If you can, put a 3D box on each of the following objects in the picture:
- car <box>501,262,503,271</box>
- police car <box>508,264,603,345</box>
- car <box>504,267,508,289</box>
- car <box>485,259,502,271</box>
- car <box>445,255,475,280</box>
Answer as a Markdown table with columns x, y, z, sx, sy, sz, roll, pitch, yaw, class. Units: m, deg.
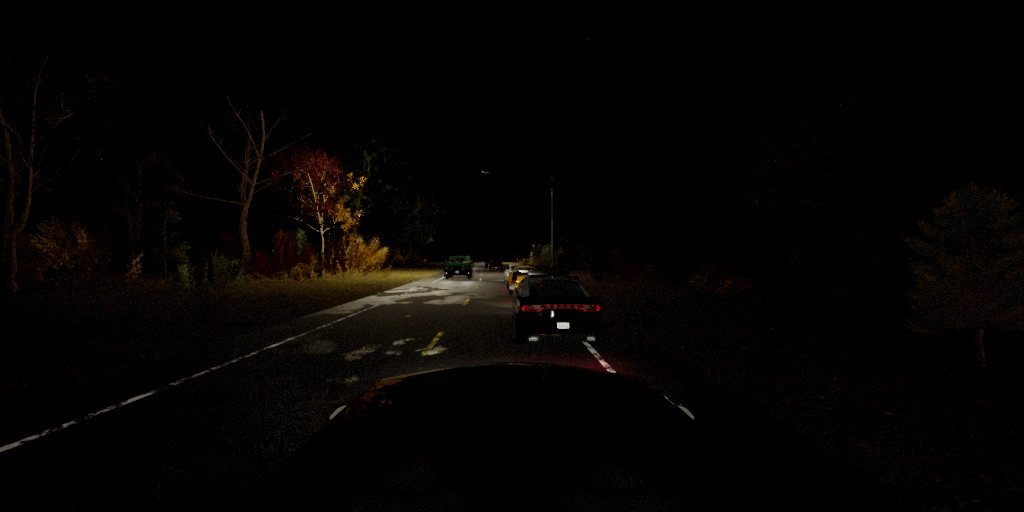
| x | y | z | sx | sy | sz | roll | pitch | yaw | class |
| --- | --- | --- | --- | --- | --- | --- | --- | --- | --- |
| 0.401 | 1.264 | 25.651 | 1.812 | 1.442 | 4.674 | 0 | 0 | -3 | car |
| 0.964 | 1.174 | 9.681 | 1.930 | 1.638 | 5.238 | 0 | 0 | -1 | police car |
| 0.667 | 1.200 | 19.813 | 1.801 | 1.575 | 5.366 | 0 | 0 | -2 | car |
| -2.225 | 1.234 | 47.638 | 1.837 | 1.490 | 4.892 | 0 | 0 | -5 | car |
| -4.646 | 0.960 | 31.988 | 2.150 | 2.045 | 5.566 | 0 | 0 | -4 | car |
